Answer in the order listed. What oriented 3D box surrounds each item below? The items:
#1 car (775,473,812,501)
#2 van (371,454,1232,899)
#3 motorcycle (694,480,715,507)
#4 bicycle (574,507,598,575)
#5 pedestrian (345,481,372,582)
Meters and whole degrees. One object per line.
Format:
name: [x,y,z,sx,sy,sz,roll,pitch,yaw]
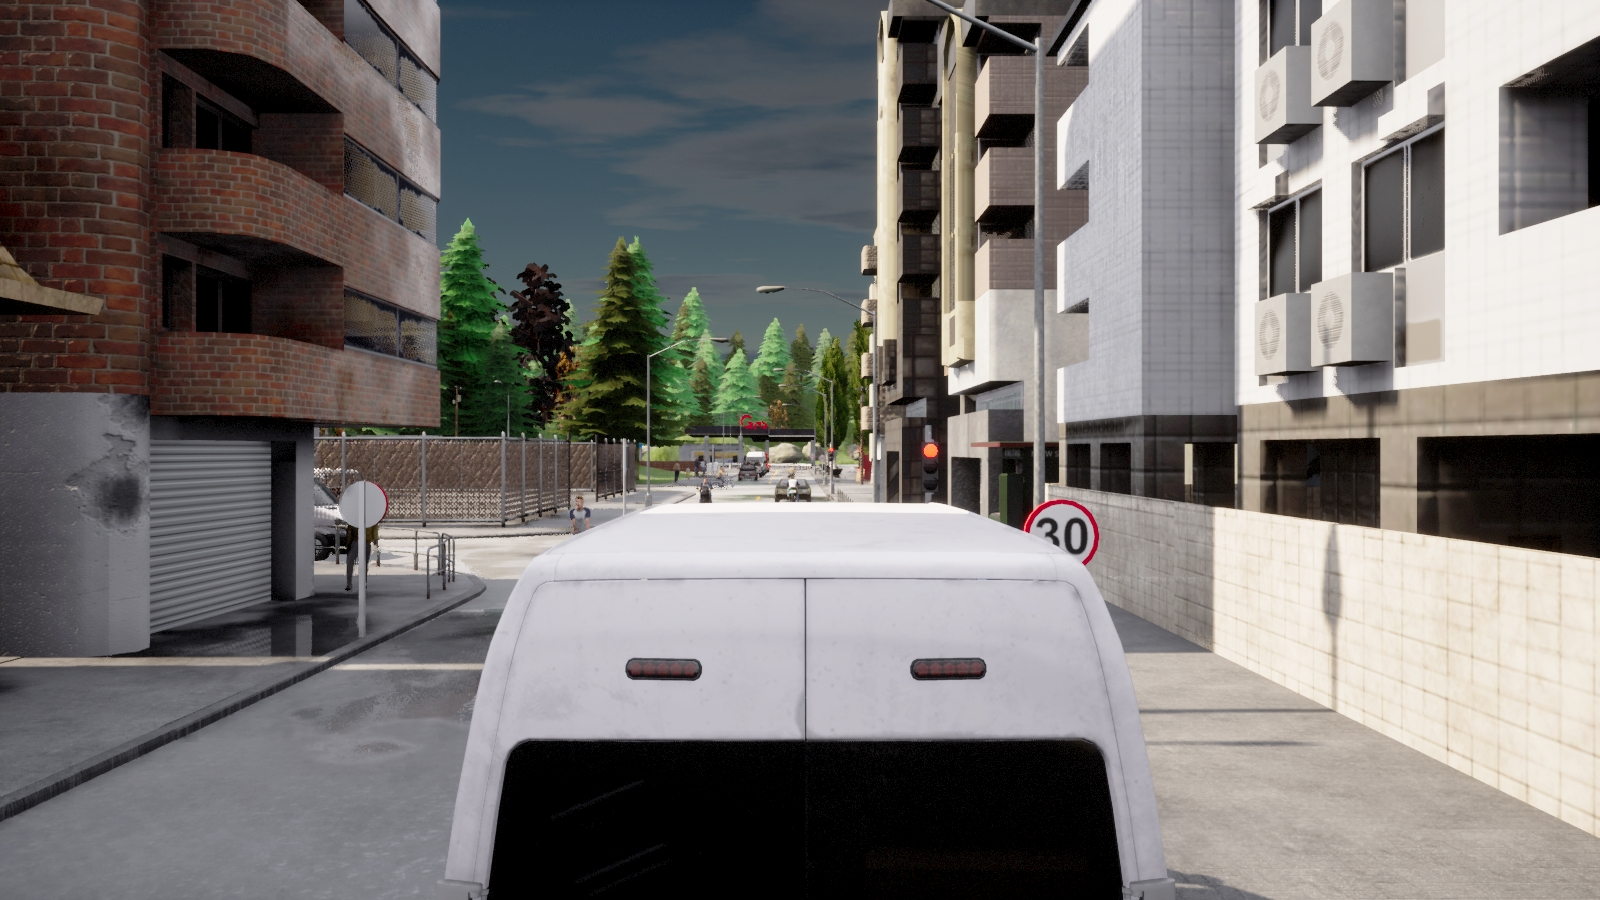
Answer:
car: [-0.339,1.912,60.159,1.895,1.301,4.718,0,0,0]
van: [-0.009,1.312,5.597,1.988,2.561,5.915,0,0,0]
motorcycle: [-4.334,1.973,52.180,0.803,1.145,2.033,0,0,0]
bicycle: [-4.590,1.926,24.428,0.373,1.296,1.643,-4,1,-12]
pedestrian: [-8.202,1.507,21.226,0.375,1.860,0.375,0,0,-4]
